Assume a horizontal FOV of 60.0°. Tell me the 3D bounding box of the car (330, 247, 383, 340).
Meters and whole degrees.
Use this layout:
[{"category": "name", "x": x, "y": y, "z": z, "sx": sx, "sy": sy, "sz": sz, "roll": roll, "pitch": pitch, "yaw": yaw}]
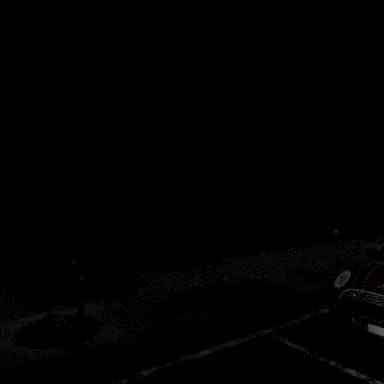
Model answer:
[{"category": "car", "x": 4.249, "y": 1.435, "z": 5.846, "sx": 4.097, "sy": 1.590, "sz": 1.967, "roll": 0, "pitch": 0, "yaw": -35}]
